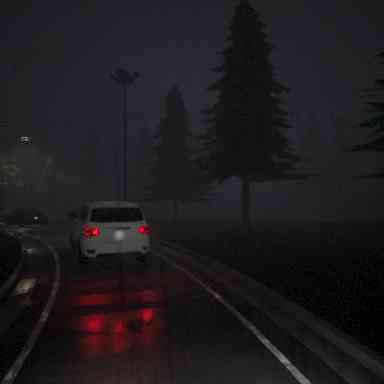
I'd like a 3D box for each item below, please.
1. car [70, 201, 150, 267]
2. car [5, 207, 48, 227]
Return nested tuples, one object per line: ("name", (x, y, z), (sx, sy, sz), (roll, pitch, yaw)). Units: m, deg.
("car", (-3.203, 1.345, 12.332), (2.150, 2.045, 5.566), (0, 0, -23))
("car", (-12.617, 1.851, 25.244), (4.181, 1.385, 1.994), (-1, -1, 44))
